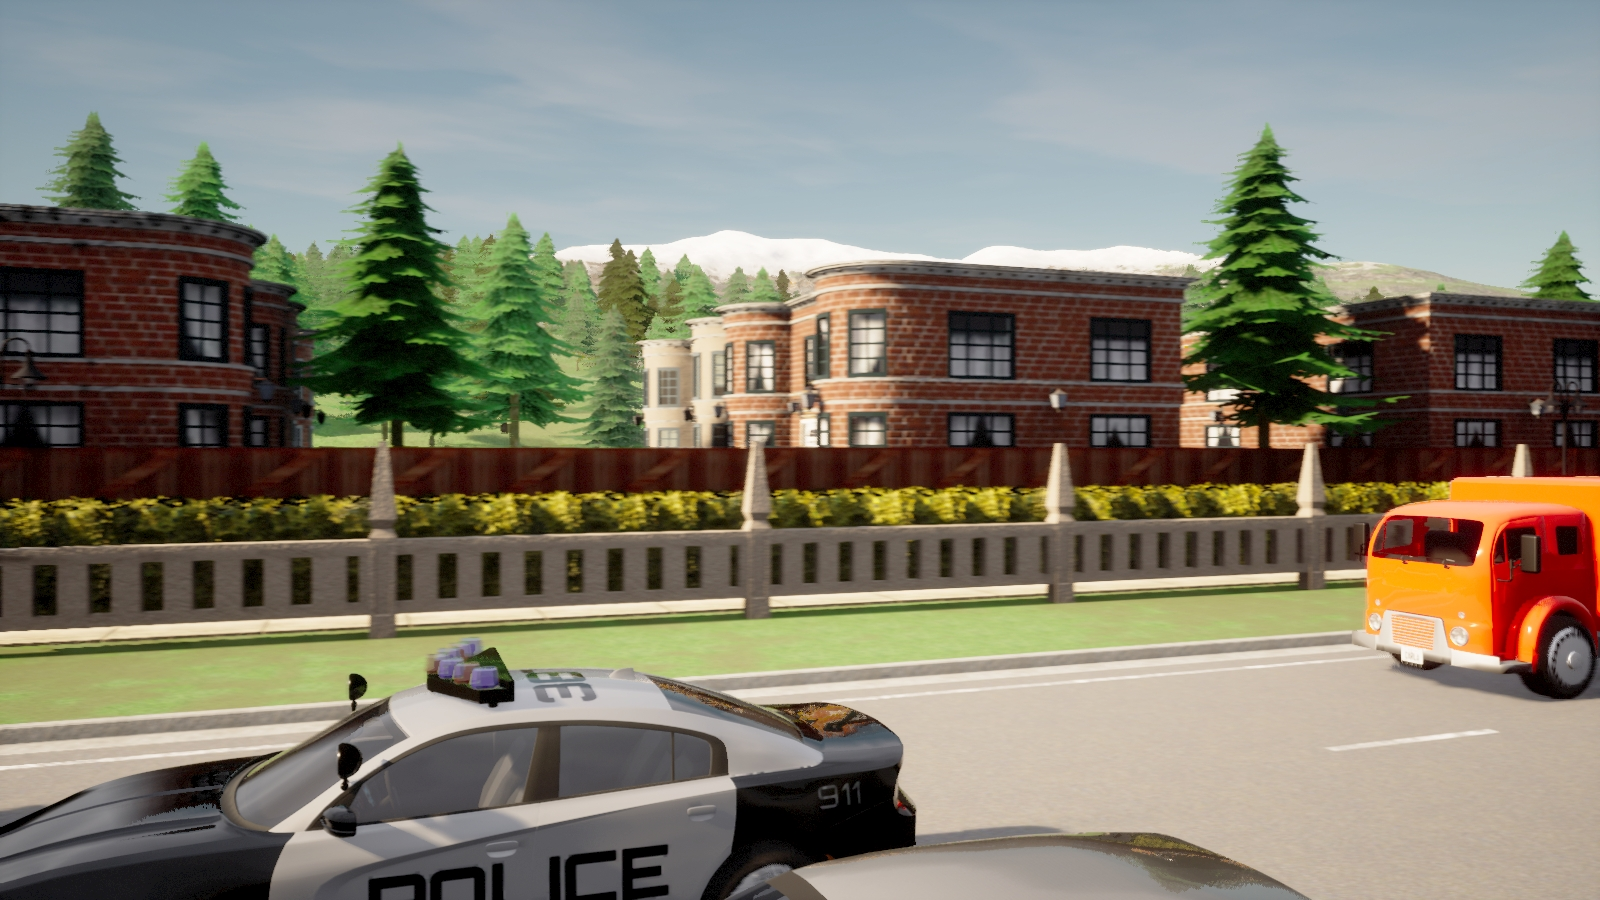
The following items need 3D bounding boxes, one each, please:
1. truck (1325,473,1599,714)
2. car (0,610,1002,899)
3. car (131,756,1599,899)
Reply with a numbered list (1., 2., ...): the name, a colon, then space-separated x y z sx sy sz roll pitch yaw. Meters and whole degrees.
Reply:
1. truck: 9.593 1.568 14.240 5.204 2.467 2.627 0 0 -20
2. car: -1.701 1.982 6.404 5.238 1.638 2.097 0 0 -20
3. car: 0.248 2.065 3.392 4.193 1.474 1.816 0 0 -20
